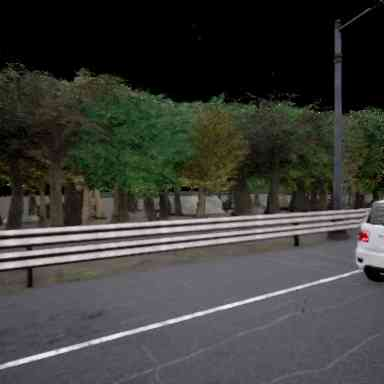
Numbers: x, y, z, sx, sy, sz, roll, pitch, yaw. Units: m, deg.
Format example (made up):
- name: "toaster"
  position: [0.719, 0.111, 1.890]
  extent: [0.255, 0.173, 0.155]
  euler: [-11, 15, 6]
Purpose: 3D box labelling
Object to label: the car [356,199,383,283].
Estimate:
- name: "car"
  position: [6.421, 1.204, 8.389]
  extent: [5.566, 2.045, 2.150]
  euler: [1, -1, -35]
